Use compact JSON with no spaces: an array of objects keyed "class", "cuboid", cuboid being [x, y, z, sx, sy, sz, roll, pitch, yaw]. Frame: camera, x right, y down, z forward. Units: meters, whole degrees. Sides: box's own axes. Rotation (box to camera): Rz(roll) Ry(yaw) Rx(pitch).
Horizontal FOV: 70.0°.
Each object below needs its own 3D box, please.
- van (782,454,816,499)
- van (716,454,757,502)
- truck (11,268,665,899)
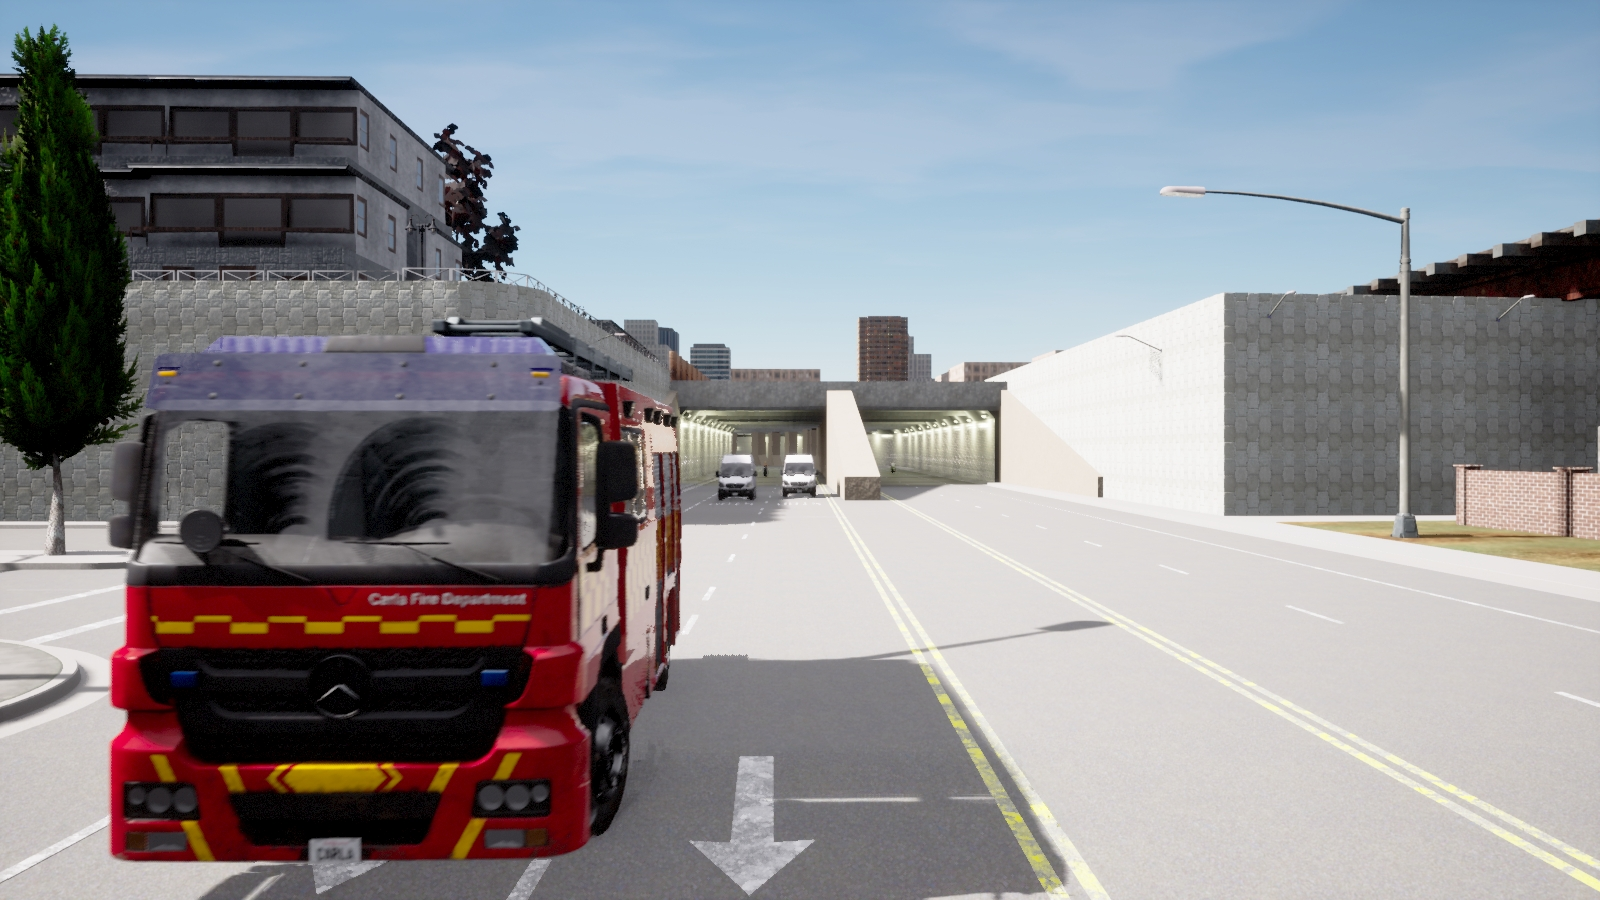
[{"class":"van","cuboid":[-0.053,1.534,68.719,1.988,2.561,5.915,0,0,0]},{"class":"van","cuboid":[-3.552,1.535,65.036,1.988,2.561,5.915,0,0,0]},{"class":"truck","cuboid":[-3.089,0.888,10.662,2.891,3.827,8.468,0,0,-2]}]
